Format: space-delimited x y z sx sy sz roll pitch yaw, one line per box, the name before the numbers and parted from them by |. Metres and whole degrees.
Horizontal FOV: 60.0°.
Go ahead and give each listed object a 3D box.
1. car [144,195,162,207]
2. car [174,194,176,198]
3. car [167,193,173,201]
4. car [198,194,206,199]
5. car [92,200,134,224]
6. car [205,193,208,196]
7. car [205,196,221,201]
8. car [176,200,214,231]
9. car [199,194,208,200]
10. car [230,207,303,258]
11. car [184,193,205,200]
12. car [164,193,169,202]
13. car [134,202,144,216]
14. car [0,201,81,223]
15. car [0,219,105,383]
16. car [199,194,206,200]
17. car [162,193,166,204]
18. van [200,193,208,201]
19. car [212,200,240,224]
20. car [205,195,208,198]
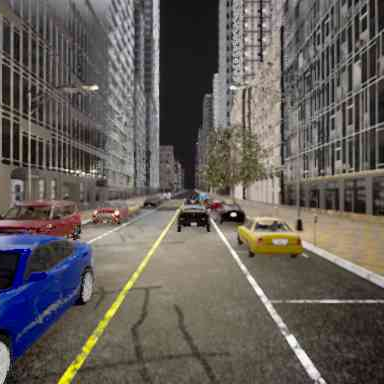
car | -5.672 1.402 46.405 1.947 1.339 4.313 1 0 0
car | -5.662 1.208 86.132 1.947 1.339 4.313 1 0 0
car | -5.665 1.171 69.105 1.967 1.590 4.097 1 0 0
car | 2.720 1.178 91.775 1.947 1.339 4.313 1 0 0
car | -5.676 1.365 23.702 1.967 1.590 4.097 1 0 0
car | 2.711 1.357 52.054 1.887 1.381 4.507 1 0 0
car | 2.706 1.427 35.032 1.887 1.381 4.507 1 0 0
car | 0.104 1.442 20.003 1.837 1.490 4.892 0 0 0
car | 2.717 1.223 80.427 2.008 1.369 4.403 1 0 0
car | 2.701 1.488 12.503 1.752 1.417 4.829 1 0 0
car | 0.108 1.213 40.185 2.097 1.767 4.553 0 0 0
car | -5.669 1.337 57.757 2.008 1.369 4.403 1 0 0
car | -5.676 1.429 29.208 1.752 1.417 4.829 1 0 0
car | -5.678 1.278 12.351 2.192 1.841 5.009 1 0 0
car | -2.999 1.463 5.130 1.882 1.535 5.008 0 0 0
car | 2.719 1.224 86.102 1.802 1.307 4.206 1 0 0
car | -5.670 1.357 52.079 1.887 1.381 4.507 1 0 0
van | 2.719 1.043 74.752 1.690 1.788 3.998 1 0 0
car | 2.703 1.490 23.682 1.947 1.339 4.313 1 0 0
car | 2.708 1.441 40.705 1.802 1.307 4.206 1 0 0
